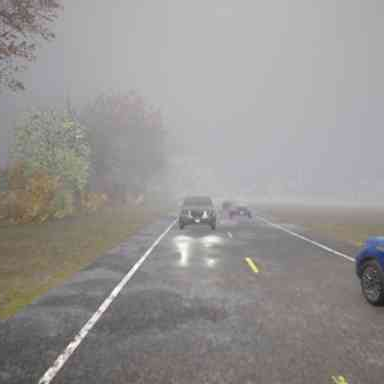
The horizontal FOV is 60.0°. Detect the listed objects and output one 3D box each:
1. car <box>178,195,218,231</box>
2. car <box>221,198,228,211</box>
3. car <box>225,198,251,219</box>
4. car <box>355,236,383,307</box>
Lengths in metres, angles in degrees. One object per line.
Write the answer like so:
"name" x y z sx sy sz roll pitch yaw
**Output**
"car" 0.381 1.217 21.036 2.150 2.045 5.566 0 0 2
"car" 4.818 1.533 42.550 1.882 1.535 5.008 0 0 4
"car" 4.227 1.553 29.826 1.812 1.442 4.674 0 0 3
"car" 4.573 1.236 4.824 2.150 2.045 5.566 0 0 1
